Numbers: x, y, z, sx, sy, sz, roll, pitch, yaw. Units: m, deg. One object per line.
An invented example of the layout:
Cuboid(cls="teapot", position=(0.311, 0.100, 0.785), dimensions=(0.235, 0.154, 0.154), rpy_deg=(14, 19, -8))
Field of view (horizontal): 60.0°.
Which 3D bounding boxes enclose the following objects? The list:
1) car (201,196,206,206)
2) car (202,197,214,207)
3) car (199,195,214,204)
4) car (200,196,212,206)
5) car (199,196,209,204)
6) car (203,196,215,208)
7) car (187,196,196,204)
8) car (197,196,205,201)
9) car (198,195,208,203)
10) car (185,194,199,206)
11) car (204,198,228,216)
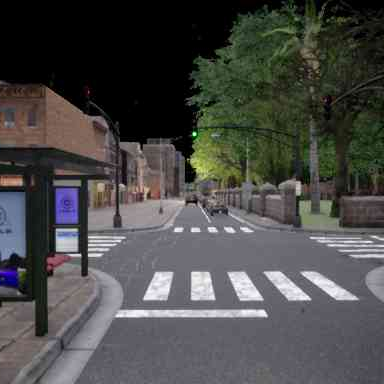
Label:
Cuboid(cls="car", position=(2.571, 1.610, 43.688), dimensions=(2.008, 1.369, 4.403), rpy_deg=(-1, 0, 0))
Cuboid(cls="car", position=(2.557, 1.630, 54.757), dimensions=(1.752, 1.417, 4.829), rpy_deg=(-1, 0, 0))
Cuboid(cls="car", position=(2.560, 1.396, 49.138), dimensions=(2.192, 1.841, 5.009), rpy_deg=(-1, 0, 0))
Cuboid(cls="car", position=(2.548, 1.568, 60.039), dimensions=(1.967, 1.590, 4.097), rpy_deg=(-1, 0, 0))
Cuboid(cls="car", position=(2.535, 1.625, 70.939), dimensions=(1.967, 1.590, 4.097), rpy_deg=(-1, 0, 0))
Cuboid(cls="car", position=(2.578, 1.568, 38.406), dimensions=(1.752, 1.417, 4.829), rpy_deg=(-1, 0, 0))
Cuboid(cls="car", position=(-0.082, 1.672, 67.763), dimensions=(1.837, 1.490, 4.892), rpy_deg=(0, 0, 0))
Cuboid(cls="car", position=(2.509, 1.895, 92.739), dimensions=(1.947, 1.339, 4.313), rpy_deg=(-1, 0, 0))
Cuboid(cls="car", position=(2.525, 1.532, 76.390), dimensions=(2.192, 1.841, 5.009), rpy_deg=(-1, 0, 0))
Cuboid(cls="car", position=(-0.070, 1.338, 57.373), dimensions=(2.150, 2.045, 5.566), rpy_deg=(0, 0, 0))
Cuboid(cls="car", position=(2.586, 1.579, 32.787), dimensions=(2.008, 1.369, 4.403), rpy_deg=(-1, 0, 0))
